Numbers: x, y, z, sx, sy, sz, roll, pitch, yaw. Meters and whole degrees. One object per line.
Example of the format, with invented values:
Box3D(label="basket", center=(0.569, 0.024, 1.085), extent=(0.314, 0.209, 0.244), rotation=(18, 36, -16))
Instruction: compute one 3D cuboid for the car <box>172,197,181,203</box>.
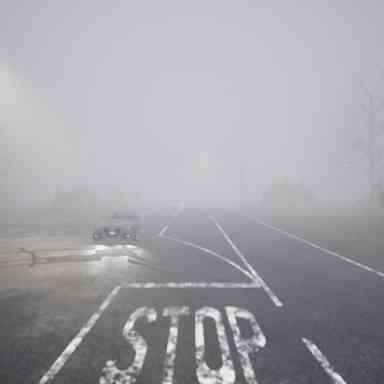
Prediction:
Box3D(label="car", center=(-3.421, 1.803, 74.920), extent=(1.895, 1.301, 4.718), rotation=(0, 0, 0))

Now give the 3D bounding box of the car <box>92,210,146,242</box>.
Box3D(label="car", center=(-3.474, 1.609, 16.489), extent=(1.994, 1.385, 4.181), rotation=(0, 0, 0))
